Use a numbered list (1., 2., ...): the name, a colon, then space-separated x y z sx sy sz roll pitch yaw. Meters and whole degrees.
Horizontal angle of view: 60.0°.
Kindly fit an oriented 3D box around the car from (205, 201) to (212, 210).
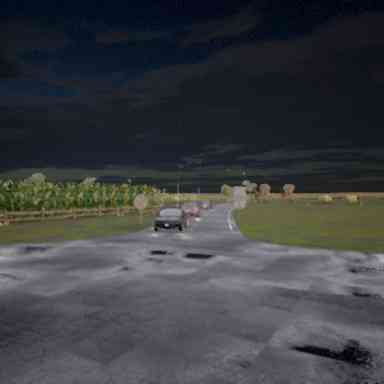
1. car: 2.432 2.275 56.996 2.128 1.511 4.902 0 -1 8

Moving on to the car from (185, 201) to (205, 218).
1. car: -0.115 1.872 36.672 2.097 1.767 4.553 0 -1 6

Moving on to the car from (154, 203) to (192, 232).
1. car: -1.362 1.812 23.075 1.882 1.535 5.008 0 -1 5
